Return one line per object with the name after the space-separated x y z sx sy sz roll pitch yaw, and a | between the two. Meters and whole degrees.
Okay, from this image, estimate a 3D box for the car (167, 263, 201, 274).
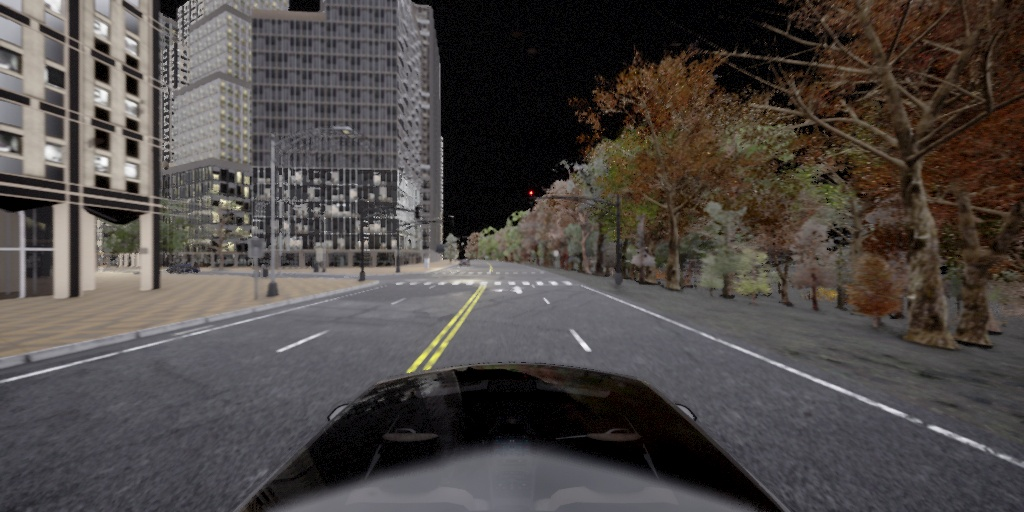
-43.270 1.660 47.242 5.357 1.411 2.033 -1 0 28 | car
